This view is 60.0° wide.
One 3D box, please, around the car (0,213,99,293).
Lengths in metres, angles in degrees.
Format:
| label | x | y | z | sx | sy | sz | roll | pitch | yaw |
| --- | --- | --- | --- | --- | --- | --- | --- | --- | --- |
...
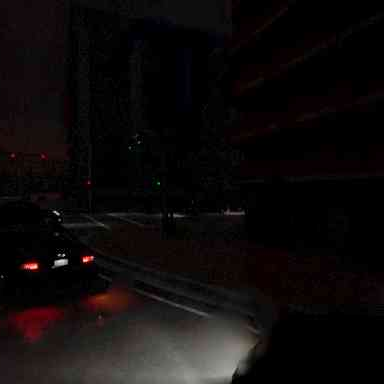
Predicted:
| label | x | y | z | sx | sy | sz | roll | pitch | yaw |
| --- | --- | --- | --- | --- | --- | --- | --- | --- | --- |
| car | -4.351 | 1.547 | 9.033 | 2.033 | 1.411 | 5.357 | 0 | 0 | -39 |

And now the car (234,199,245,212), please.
| label | x | y | z | sx | sy | sz | roll | pitch | yaw |
| --- | --- | --- | --- | --- | --- | --- | --- | --- | --- |
| car | 6.624 | 1.560 | 40.289 | 4.892 | 1.490 | 1.837 | 0 | 0 | -23 |

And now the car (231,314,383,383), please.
| label | x | y | z | sx | sy | sz | roll | pitch | yaw |
| --- | --- | --- | --- | --- | --- | --- | --- | --- | --- |
| car | 2.873 | 1.547 | 2.017 | 5.357 | 1.411 | 2.033 | 0 | 0 | 35 |

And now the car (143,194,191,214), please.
| label | x | y | z | sx | sy | sz | roll | pitch | yaw |
| --- | --- | --- | --- | --- | --- | --- | --- | --- | --- |
| car | -2.527 | 1.277 | 36.489 | 5.566 | 2.045 | 2.150 | 0 | 0 | -23 |

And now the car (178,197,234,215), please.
| label | x | y | z | sx | sy | sz | roll | pitch | yaw |
| --- | --- | --- | --- | --- | --- | --- | --- | --- | --- |
| car | 1.464 | 1.560 | 34.357 | 4.892 | 1.490 | 1.837 | 0 | 0 | -23 |

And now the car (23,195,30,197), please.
| label | x | y | z | sx | sy | sz | roll | pitch | yaw |
| --- | --- | --- | --- | --- | --- | --- | --- | --- | --- |
| car | -40.176 | 1.525 | 80.618 | 2.128 | 1.511 | 4.902 | 0 | 0 | -23 |

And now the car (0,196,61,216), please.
| label | x | y | z | sx | sy | sz | roll | pitch | yaw |
| --- | --- | --- | --- | --- | --- | --- | --- | --- | --- |
| car | -10.797 | 1.373 | 21.475 | 4.553 | 1.767 | 2.097 | 0 | 0 | -23 |
